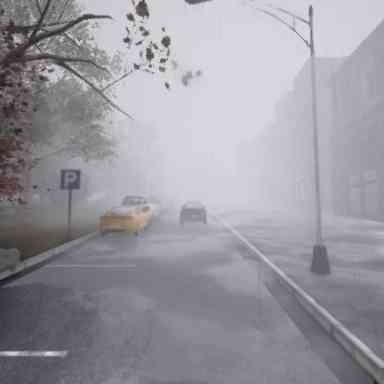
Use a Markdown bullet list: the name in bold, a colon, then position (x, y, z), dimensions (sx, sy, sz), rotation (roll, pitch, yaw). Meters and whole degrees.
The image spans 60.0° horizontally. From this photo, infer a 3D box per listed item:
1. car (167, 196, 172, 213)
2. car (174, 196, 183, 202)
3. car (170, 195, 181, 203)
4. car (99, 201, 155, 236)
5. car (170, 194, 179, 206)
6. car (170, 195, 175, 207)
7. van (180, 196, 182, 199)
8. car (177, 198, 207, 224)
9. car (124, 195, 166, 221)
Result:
- **car**: position (-3.651, 1.520, 35.564), dimensions (1.946, 1.575, 5.366), rotation (0, 0, 2)
- **car**: position (-3.649, 1.932, 91.076), dimensions (2.163, 1.488, 4.792), rotation (1, -2, 2)
- **car**: position (-3.666, 1.475, 74.342), dimensions (2.185, 1.767, 4.553), rotation (0, 0, 2)
- **car**: position (-3.656, 1.502, 18.663), dimensions (2.097, 1.535, 5.008), rotation (0, 0, 2)
- **car**: position (-3.663, 1.429, 52.059), dimensions (2.185, 1.767, 4.553), rotation (0, 0, 2)
- **car**: position (-3.660, 1.532, 40.944), dimensions (2.097, 1.535, 5.008), rotation (0, 0, 2)
- **van**: position (-3.660, 1.364, 68.919), dimensions (1.878, 1.987, 4.442), rotation (0, 0, 2)
- **car**: position (0.096, 1.507, 25.356), dimensions (1.882, 1.535, 5.008), rotation (0, 0, 0)
- **car**: position (-3.657, 1.257, 24.268), dimensions (2.435, 2.045, 5.566), rotation (0, 0, 2)
